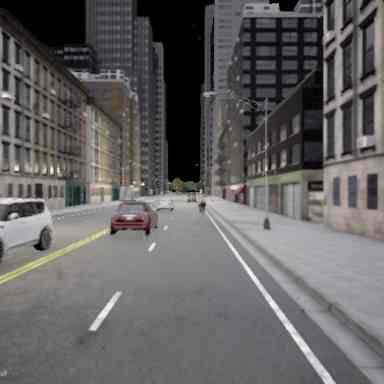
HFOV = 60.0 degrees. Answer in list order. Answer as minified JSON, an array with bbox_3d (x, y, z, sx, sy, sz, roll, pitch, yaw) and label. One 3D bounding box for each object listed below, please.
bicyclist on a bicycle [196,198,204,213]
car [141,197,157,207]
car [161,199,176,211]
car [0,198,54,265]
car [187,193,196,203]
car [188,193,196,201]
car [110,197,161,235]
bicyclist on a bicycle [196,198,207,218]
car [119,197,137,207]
[{"bbox_3d":[0.883,1.439,36.835,0.866,1.612,1.509,0,0,0],"label":"bicyclist on a bicycle"},{"bbox_3d":[-6.584,1.529,51.069,1.812,1.442,4.674,0,0,0],"label":"car"},{"bbox_3d":[-3.171,1.528,40.810,1.812,1.442,4.674,0,0,0],"label":"car"},{"bbox_3d":[-6.605,1.223,11.109,2.150,2.045,5.566,0,0,0],"label":"car"},{"bbox_3d":[-0.037,1.531,70.514,2.128,1.511,4.902,0,0,0],"label":"car"},{"bbox_3d":[-0.045,1.226,86.508,2.150,2.045,5.566,0,0,0],"label":"car"},{"bbox_3d":[-3.160,1.351,18.935,2.097,1.767,4.553,0,0,0],"label":"car"},{"bbox_3d":[0.880,1.371,26.613,0.659,1.776,1.843,0,0,0],"label":"bicyclist on a bicycle"},{"bbox_3d":[-9.834,1.529,51.068,1.812,1.442,4.674,0,0,0],"label":"car"}]
